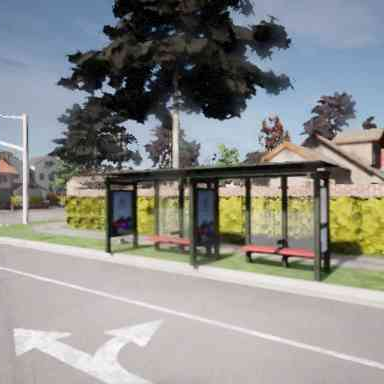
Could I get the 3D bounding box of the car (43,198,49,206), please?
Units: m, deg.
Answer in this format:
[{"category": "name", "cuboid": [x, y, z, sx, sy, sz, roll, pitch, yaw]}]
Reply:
[{"category": "car", "cuboid": [-24.996, 1.553, 54.142, 3.806, 1.475, 1.970, -1, 0, 36]}]
